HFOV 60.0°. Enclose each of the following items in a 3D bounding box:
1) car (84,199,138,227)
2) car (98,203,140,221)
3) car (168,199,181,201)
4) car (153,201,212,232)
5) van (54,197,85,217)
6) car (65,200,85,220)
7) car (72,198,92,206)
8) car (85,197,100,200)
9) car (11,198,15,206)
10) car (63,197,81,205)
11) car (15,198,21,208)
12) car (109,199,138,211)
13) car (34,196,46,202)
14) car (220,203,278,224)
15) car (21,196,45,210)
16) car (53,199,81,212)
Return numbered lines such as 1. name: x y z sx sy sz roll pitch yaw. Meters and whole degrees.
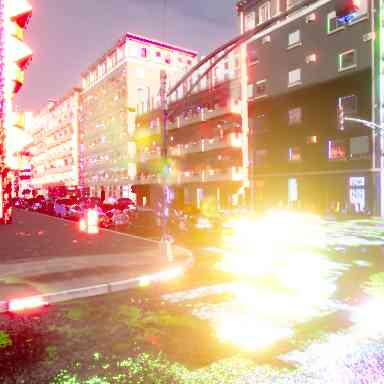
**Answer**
1. car: -5.900 1.553 23.935 1.967 1.590 4.097 -1 1 -36
2. car: -6.495 1.686 29.192 1.895 1.301 4.718 -1 0 -36
3. car: -2.335 1.441 33.322 1.967 1.590 4.097 -1 1 -36
4. car: -0.649 1.564 21.126 1.837 1.490 4.892 -1 0 -34
5. van: -12.371 1.483 32.914 1.690 1.788 3.998 -1 1 -36
6. car: -9.034 1.652 28.288 1.752 1.417 4.829 -1 1 -36
7. car: -18.508 1.643 55.776 1.947 1.339 4.313 -1 1 -36
8. car: -15.275 1.502 51.284 1.967 1.590 4.097 -1 1 -36
9. car: -31.776 1.782 59.860 1.887 1.381 4.507 -1 1 -36
10. car: -21.742 1.645 60.266 2.008 1.369 4.403 -1 1 -36
11. car: -25.307 1.769 50.878 1.947 1.339 4.313 -1 1 -36
12. car: -8.803 1.581 42.304 2.008 1.369 4.403 -1 1 -36
13. car: -37.916 1.728 82.719 1.887 1.381 4.507 -1 1 -36
14. car: 4.036 1.498 24.480 1.752 1.417 4.829 -1 1 -36
15. car: -22.074 1.628 46.387 1.967 1.590 4.097 -1 1 -36
16. car: -15.974 1.677 42.407 2.033 1.411 5.357 -1 0 -35
